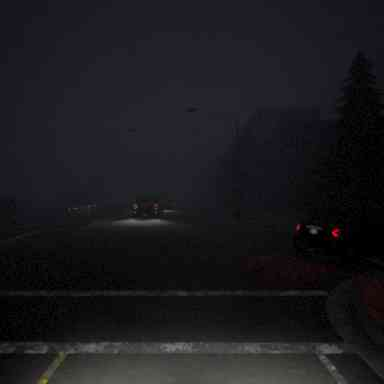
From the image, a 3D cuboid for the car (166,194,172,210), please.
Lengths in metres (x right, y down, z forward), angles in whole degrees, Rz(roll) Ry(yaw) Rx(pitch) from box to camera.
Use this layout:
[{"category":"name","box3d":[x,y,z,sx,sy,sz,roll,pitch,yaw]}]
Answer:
[{"category":"car","box3d":[-3.597,1.230,38.320,1.812,1.442,4.674,0,1,0]}]

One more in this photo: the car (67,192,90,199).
[{"category":"car","box3d":[-25.050,0.746,73.497,4.514,1.523,2.007,0,0,0]}]

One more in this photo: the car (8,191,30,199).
[{"category":"car","box3d":[-35.059,0.599,66.551,4.605,1.855,1.932,0,0,0]}]

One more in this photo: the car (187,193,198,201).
[{"category":"car","box3d":[0.090,0.999,63.768,2.128,1.511,4.902,0,0,0]}]

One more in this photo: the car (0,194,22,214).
[{"category":"car","box3d":[-17.390,1.163,29.137,3.633,1.501,1.845,0,0,0]}]

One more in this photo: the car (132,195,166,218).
[{"category":"car","box3d":[-3.601,1.138,27.718,2.097,1.767,4.553,0,0,0]}]

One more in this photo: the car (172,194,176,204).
[{"category":"car","box3d":[-3.570,1.064,53.558,1.882,1.535,5.008,0,0,0]}]

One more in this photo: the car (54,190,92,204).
[{"category":"car","box3d":[-17.258,0.744,47.718,4.605,1.855,1.932,0,0,0]}]

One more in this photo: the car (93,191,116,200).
[{"category":"car","box3d":[-17.674,0.680,63.418,5.027,1.636,2.152,0,0,0]}]

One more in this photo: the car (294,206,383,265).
[{"category":"car","box3d":[5.809,1.271,11.346,4.553,1.767,2.097,0,1,-23]}]

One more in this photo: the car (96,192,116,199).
[{"category":"car","box3d":[-18.000,0.709,69.835,3.806,1.475,1.970,0,0,0]}]
